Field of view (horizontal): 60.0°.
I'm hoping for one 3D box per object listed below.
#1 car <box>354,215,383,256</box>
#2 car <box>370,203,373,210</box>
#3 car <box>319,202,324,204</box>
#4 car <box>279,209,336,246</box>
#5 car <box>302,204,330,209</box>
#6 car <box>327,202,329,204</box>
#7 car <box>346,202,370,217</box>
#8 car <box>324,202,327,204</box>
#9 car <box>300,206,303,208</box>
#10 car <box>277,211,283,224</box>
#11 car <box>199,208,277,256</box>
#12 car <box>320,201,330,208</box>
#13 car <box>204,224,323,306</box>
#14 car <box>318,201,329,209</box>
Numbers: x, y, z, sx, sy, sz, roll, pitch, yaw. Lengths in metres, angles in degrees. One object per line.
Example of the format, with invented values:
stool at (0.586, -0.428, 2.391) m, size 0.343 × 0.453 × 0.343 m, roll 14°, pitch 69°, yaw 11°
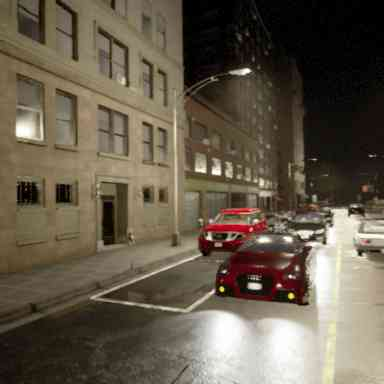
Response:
car at (7.791, 1.843, 13.836) m, size 1.895 × 1.301 × 4.718 m, roll -2°, pitch -2°, yaw 24°
car at (32.372, 2.597, 61.410) m, size 1.752 × 1.417 × 4.829 m, roll -2°, pitch -2°, yaw 25°
car at (18.098, 2.558, 49.600) m, size 2.008 × 1.369 × 4.403 m, roll -2°, pitch -2°, yaw 25°
car at (6.273, 1.863, 17.700) m, size 2.128 × 1.511 × 4.902 m, roll -2°, pitch -2°, yaw 25°
car at (10.535, 2.033, 26.969) m, size 2.128 × 1.511 × 4.902 m, roll -2°, pitch -2°, yaw 25°
car at (27.281, 2.817, 69.608) m, size 1.967 × 1.590 × 4.097 m, roll -2°, pitch -2°, yaw 25°
car at (20.142, 2.233, 40.865) m, size 2.128 × 1.511 × 4.902 m, roll -2°, pitch -2°, yaw 25°
car at (22.691, 2.774, 59.602) m, size 1.802 × 1.307 × 4.206 m, roll -2°, pitch -2°, yaw 25°
car at (13.506, 2.368, 39.599) m, size 1.887 × 1.381 × 4.507 m, roll -2°, pitch -2°, yaw 25°
car at (4.322, 2.021, 19.594) m, size 1.947 × 1.339 × 4.313 m, roll -2°, pitch -2°, yaw 25°
car at (2.021, 1.678, 14.600) m, size 2.192 × 1.841 × 5.009 m, roll -2°, pitch -2°, yaw 25°
car at (31.874, 3.001, 79.610) m, size 1.967 × 1.590 × 4.097 m, roll -2°, pitch -2°, yaw 25°
car at (2.099, 1.767, 8.598) m, size 1.994 × 1.385 × 4.181 m, roll -2°, pitch -2°, yaw 25°
car at (29.577, 2.909, 74.609) m, size 1.967 × 1.590 × 4.097 m, roll -2°, pitch -2°, yaw 25°
